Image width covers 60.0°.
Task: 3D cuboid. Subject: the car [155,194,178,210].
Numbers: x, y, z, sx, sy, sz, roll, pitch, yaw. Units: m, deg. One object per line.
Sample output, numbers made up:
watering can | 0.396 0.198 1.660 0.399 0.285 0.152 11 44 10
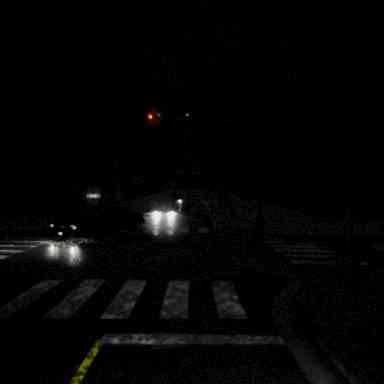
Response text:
car | -2.848 1.189 35.231 1.895 1.301 4.718 0 1 0

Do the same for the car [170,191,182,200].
car | -2.780 0.594 58.605 1.837 1.490 4.892 0 1 0

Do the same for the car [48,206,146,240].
car | -4.455 1.419 16.706 2.033 1.411 5.357 1 0 27
